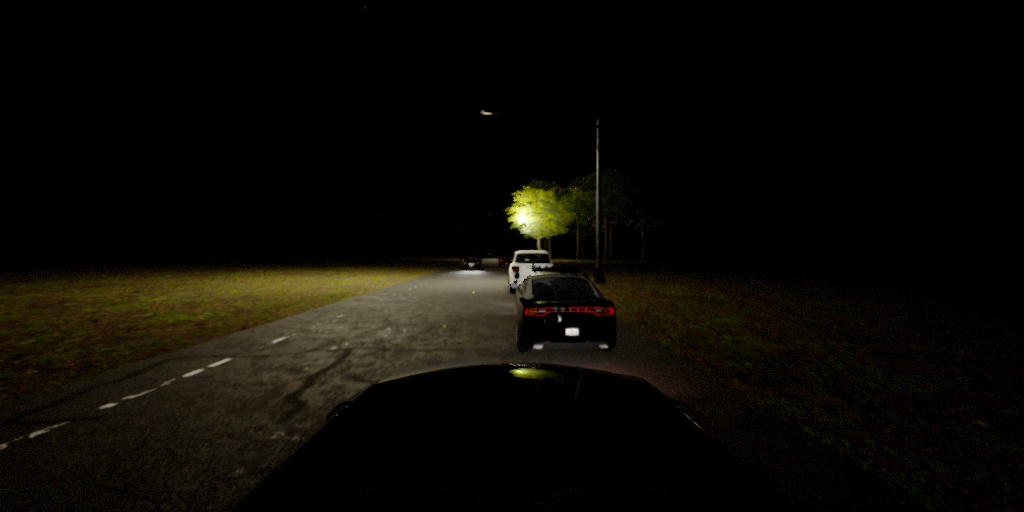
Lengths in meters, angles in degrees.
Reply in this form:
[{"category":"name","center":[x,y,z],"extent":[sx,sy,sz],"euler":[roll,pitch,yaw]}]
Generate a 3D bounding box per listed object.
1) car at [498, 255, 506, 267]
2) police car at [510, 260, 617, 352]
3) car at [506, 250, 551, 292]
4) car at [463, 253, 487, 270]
[{"category":"car","center":[-0.715,0.638,45.155],"extent":[1.812,1.442,4.674],"euler":[0,0,-1]},{"category":"police car","center":[1.017,1.061,8.758],"extent":[1.930,1.638,5.238],"euler":[0,1,0]},{"category":"car","center":[0.917,0.713,18.700],"extent":[2.150,2.045,5.566],"euler":[0,1,-1]},{"category":"car","center":[-4.141,0.695,38.859],"extent":[2.128,1.511,4.902],"euler":[0,1,-1]}]
